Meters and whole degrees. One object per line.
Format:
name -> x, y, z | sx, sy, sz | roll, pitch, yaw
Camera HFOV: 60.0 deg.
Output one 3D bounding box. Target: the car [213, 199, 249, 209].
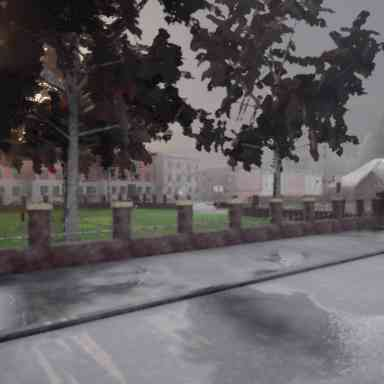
car -> 4.743, 1.511, 40.376 | 1.895, 1.301, 4.718 | 0, 0, -35
